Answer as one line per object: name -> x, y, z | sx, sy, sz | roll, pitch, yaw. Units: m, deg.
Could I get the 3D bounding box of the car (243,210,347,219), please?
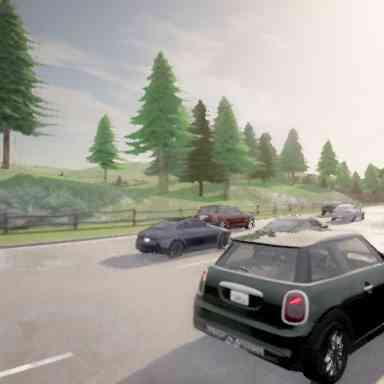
car -> 4.174, 1.662, 12.995 | 1.812, 1.442, 4.674 | -1, -1, 43

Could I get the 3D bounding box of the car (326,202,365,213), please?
car -> 13.746, 1.812, 29.214 | 1.812, 1.442, 4.674 | -1, -1, 41

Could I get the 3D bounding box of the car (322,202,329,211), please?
car -> 16.137, 1.875, 37.376 | 1.837, 1.490, 4.892 | -1, -1, 41

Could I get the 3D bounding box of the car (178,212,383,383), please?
car -> 2.231, 1.413, 5.759 | 4.553, 1.767, 2.097 | 0, -1, -41

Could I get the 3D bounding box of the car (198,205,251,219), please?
car -> 2.081, 1.590, 21.114 | 2.097, 1.767, 4.553 | -1, -1, 42

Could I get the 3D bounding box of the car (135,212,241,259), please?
car -> -0.214, 1.724, 13.494 | 4.181, 1.385, 1.994 | 0, -1, -45
